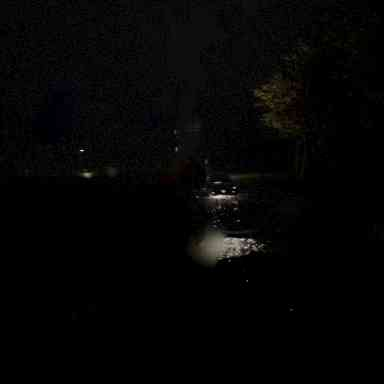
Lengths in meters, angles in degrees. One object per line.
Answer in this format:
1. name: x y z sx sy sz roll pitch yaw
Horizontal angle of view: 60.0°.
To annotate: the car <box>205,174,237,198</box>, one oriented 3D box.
1. car: 1.991 -0.494 23.766 1.837 1.490 4.892 -3 5 0
